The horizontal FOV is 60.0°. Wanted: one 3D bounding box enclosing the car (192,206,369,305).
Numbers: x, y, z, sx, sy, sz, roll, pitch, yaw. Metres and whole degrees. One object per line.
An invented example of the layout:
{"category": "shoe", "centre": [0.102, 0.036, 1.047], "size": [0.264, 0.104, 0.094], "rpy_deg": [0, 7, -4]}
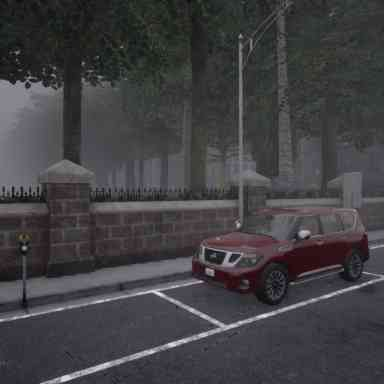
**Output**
{"category": "car", "centre": [2.411, 1.314, 8.251], "size": [5.009, 1.841, 2.192], "rpy_deg": [0, 0, -35]}
